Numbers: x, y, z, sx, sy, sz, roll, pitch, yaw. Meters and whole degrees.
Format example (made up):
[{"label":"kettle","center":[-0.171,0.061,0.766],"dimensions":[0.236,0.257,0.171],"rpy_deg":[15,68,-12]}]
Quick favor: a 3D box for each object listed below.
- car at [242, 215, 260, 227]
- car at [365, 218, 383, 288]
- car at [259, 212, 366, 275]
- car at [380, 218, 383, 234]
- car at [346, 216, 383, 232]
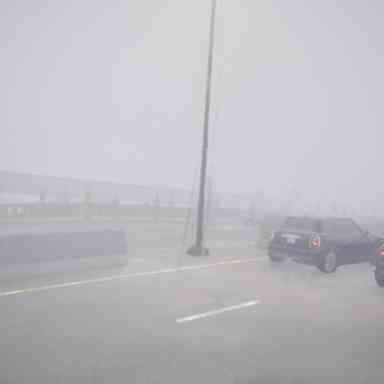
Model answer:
[{"label":"car","center":[6.823,2.613,30.363],"dimensions":[4.718,1.301,1.895],"rpy_deg":[5,-3,-35]},{"label":"car","center":[6.748,1.590,8.564],"dimensions":[4.553,1.767,2.097],"rpy_deg":[3,-2,-35]},{"label":"car","center":[4.765,1.592,11.449],"dimensions":[4.553,1.767,2.097],"rpy_deg":[3,-2,-35]},{"label":"car","center":[19.595,3.261,30.872],"dimensions":[4.674,1.442,1.812],"rpy_deg":[5,-3,-35]},{"label":"car","center":[18.359,3.349,34.288],"dimensions":[5.357,1.411,2.033],"rpy_deg":[5,-3,-35]}]
